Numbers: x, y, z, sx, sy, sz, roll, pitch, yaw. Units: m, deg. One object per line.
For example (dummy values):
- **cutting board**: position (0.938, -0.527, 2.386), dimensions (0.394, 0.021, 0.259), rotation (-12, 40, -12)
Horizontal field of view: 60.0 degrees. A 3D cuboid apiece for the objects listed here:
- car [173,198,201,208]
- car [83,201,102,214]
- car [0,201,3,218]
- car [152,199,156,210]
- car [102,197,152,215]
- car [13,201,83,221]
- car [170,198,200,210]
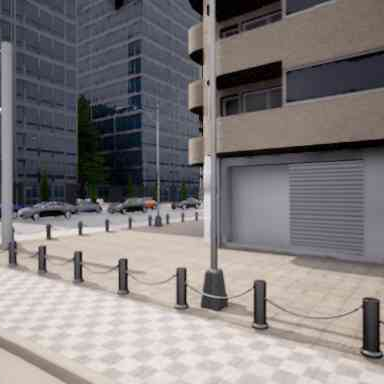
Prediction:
- **car**: position (-0.670, 1.617, 50.245), dimensions (1.812, 1.442, 4.674), rotation (0, 0, 36)
- **car**: position (-11.563, 1.656, 35.156), dimensions (1.994, 1.385, 4.181), rotation (0, 0, 36)
- **car**: position (-16.827, 1.570, 27.869), dimensions (1.882, 1.535, 5.008), rotation (0, 0, 36)
- **car**: position (-6.628, 1.443, 42.010), dimensions (2.097, 1.767, 4.553), rotation (0, 0, 36)
- **car**: position (-6.890, 1.426, 35.666), dimensions (2.097, 1.767, 4.553), rotation (0, 0, 36)
- **car**: position (-12.225, 1.566, 28.259), dimensions (2.128, 1.511, 4.902), rotation (0, 0, 36)
- **car**: position (-0.824, 1.579, 44.069), dimensions (1.837, 1.490, 4.892), rotation (0, 0, 36)
